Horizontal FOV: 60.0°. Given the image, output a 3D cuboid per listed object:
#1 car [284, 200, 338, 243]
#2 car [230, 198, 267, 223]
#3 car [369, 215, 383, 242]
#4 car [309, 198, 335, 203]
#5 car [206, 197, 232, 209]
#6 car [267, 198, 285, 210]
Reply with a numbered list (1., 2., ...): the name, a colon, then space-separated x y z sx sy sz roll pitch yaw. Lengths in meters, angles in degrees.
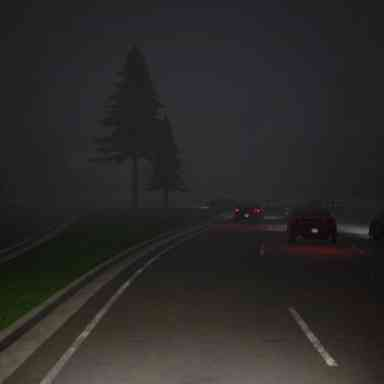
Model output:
1. car: 5.501 1.375 15.624 1.882 1.535 5.008 0 0 14
2. car: 4.198 1.366 24.071 1.812 1.442 4.674 0 0 15
3. car: 8.357 1.410 12.749 2.128 1.511 4.902 0 0 13
4. car: 13.357 1.319 35.261 2.033 1.411 5.357 0 0 -5
5. car: 3.595 1.299 39.812 1.994 1.385 4.181 0 0 -38
6. car: 8.841 1.346 38.761 1.895 1.301 4.718 0 0 -21
